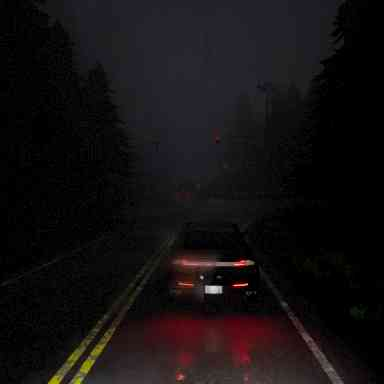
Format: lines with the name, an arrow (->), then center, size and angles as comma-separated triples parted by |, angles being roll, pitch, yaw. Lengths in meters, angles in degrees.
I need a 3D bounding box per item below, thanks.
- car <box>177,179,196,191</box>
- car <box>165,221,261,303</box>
car -> -0.699, -1.070, 45.224 | 1.812, 1.442, 4.674 | 1, 9, 14
car -> 0.448, 1.466, 8.175 | 2.128, 1.511, 4.902 | 0, 0, 2
